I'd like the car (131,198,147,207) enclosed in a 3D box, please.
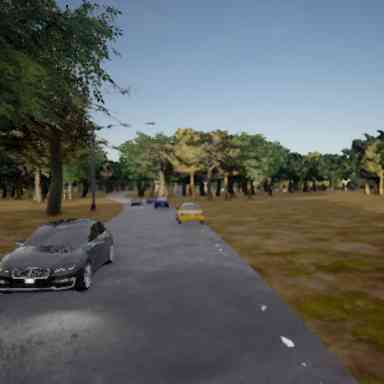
[{"bbox_3d":[-8.490,1.562,51.380,2.033,1.411,5.357,0,0,-11],"label":"car"}]

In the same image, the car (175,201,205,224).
[{"bbox_3d":[-0.222,1.478,24.702,1.801,1.575,5.366,0,0,-6],"label":"car"}]

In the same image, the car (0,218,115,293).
[{"bbox_3d":[-3.352,1.528,9.059,1.837,1.490,4.892,0,0,-3],"label":"car"}]

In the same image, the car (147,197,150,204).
[{"bbox_3d":[-7.291,1.570,60.742,1.895,1.301,4.718,0,0,-14],"label":"car"}]

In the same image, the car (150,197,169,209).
[{"bbox_3d":[-4.357,1.487,46.692,1.882,1.535,5.008,0,0,-11],"label":"car"}]
